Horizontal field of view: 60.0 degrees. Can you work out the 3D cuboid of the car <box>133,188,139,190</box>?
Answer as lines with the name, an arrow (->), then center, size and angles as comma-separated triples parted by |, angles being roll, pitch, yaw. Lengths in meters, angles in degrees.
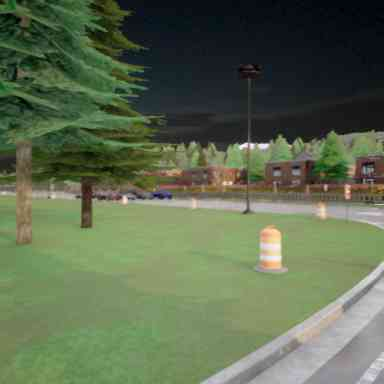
car -> -13.132, 0.172, 71.720 | 2.150, 2.045, 5.566 | -1, 1, -41

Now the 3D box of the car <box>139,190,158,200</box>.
car -> -9.118, 0.786, 61.926 | 2.033, 1.411, 5.357 | -1, 1, -41

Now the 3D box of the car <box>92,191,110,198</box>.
car -> -18.374, 0.547, 67.084 | 1.994, 1.385, 4.181 | -1, 1, -41

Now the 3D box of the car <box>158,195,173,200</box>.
car -> -5.936, 0.445, 63.592 | 2.150, 2.045, 5.566 | 0, 1, -41

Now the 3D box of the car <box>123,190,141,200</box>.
car -> -12.002, 0.805, 59.913 | 2.033, 1.411, 5.357 | -1, 1, -41

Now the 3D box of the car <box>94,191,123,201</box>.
car -> -14.402, 0.638, 57.333 | 2.097, 1.767, 4.553 | -1, 1, -41

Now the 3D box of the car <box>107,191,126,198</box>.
car -> -15.743, 0.471, 69.392 | 1.837, 1.490, 4.892 | -1, 1, -41

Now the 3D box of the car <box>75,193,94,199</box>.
car -> -21.025, 0.790, 64.801 | 1.895, 1.301, 4.718 | -1, 1, -41
